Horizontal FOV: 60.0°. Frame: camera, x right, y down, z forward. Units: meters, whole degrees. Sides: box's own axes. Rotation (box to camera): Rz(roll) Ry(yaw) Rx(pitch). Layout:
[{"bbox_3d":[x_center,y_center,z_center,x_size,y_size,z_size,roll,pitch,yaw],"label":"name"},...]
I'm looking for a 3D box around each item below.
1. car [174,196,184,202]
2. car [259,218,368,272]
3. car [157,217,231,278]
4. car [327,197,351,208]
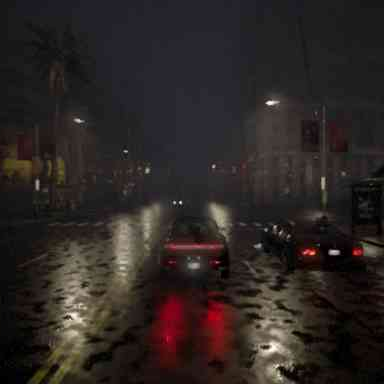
[{"bbox_3d":[-3.518,1.721,82.391,1.895,1.301,4.718,0,0,0],"label":"car"},{"bbox_3d":[3.560,1.563,10.797,2.033,1.411,5.357,0,0,0],"label":"car"},{"bbox_3d":[0.057,1.507,10.146,2.128,1.511,4.902,0,0,0],"label":"car"},{"bbox_3d":[22.887,1.552,49.997,5.008,1.535,1.882,0,0,0],"label":"car"}]
